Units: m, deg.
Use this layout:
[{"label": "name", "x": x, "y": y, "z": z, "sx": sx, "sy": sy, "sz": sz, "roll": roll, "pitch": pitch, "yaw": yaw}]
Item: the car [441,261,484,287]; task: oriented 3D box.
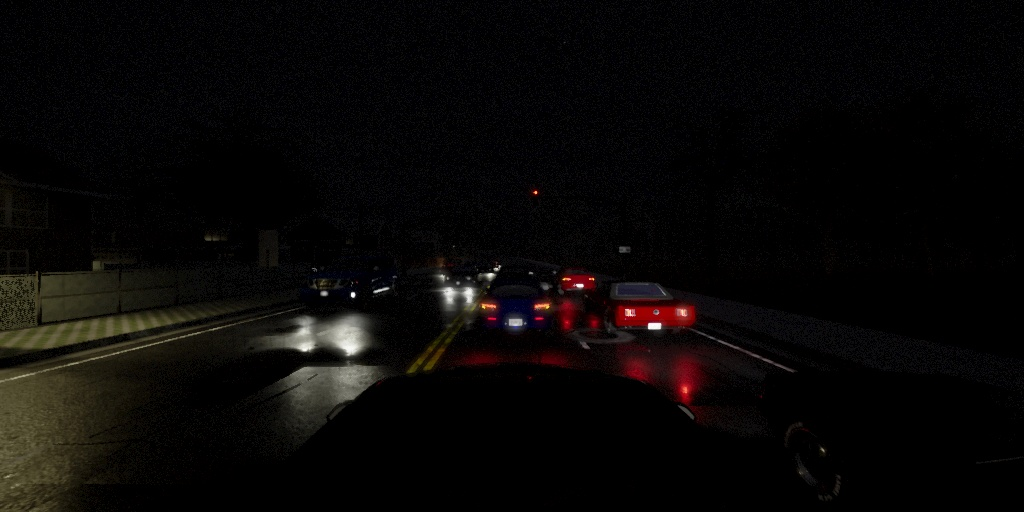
[{"label": "car", "x": -3.334, "y": 1.297, "z": 24.847, "sx": 2.033, "sy": 1.411, "sz": 5.357, "roll": 0, "pitch": 0, "yaw": 0}]

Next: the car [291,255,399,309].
[{"label": "car", "x": -6.590, "y": 0.973, "z": 15.351, "sx": 2.150, "sy": 2.045, "sz": 5.566, "roll": 0, "pitch": 0, "yaw": 0}]

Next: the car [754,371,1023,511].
[{"label": "car", "x": 3.348, "y": 1.351, "z": 1.414, "sx": 1.895, "sy": 1.301, "sz": 4.718, "roll": 0, "pitch": 0, "yaw": 0}]

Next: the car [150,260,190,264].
[{"label": "car", "x": -28.436, "y": 1.148, "z": 30.444, "sx": 4.553, "sy": 1.767, "sz": 2.097, "roll": 0, "pitch": 0, "yaw": 0}]

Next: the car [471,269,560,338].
[{"label": "car", "x": 0.089, "y": 1.276, "z": 10.102, "sx": 1.812, "sy": 1.442, "sz": 4.674, "roll": 0, "pitch": 0, "yaw": 0}]

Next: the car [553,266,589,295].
[{"label": "car", "x": 3.323, "y": 1.276, "z": 19.690, "sx": 1.812, "sy": 1.442, "sz": 4.674, "roll": 0, "pitch": 0, "yaw": 0}]

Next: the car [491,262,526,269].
[{"label": "car", "x": 0.071, "y": 1.255, "z": 19.364, "sx": 1.837, "sy": 1.490, "sz": 4.892, "roll": 0, "pitch": 0, "yaw": 0}]

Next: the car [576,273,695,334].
[{"label": "car", "x": 3.342, "y": 1.351, "z": 10.582, "sx": 1.895, "sy": 1.301, "sz": 4.718, "roll": 0, "pitch": 0, "yaw": 0}]

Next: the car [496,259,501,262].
[{"label": "car", "x": -3.287, "y": 1.082, "z": 59.171, "sx": 2.097, "sy": 1.767, "sz": 4.553, "roll": 0, "pitch": 0, "yaw": 0}]

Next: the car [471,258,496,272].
[{"label": "car", "x": -3.316, "y": 1.095, "z": 42.736, "sx": 2.097, "sy": 1.767, "sz": 4.553, "roll": 0, "pitch": 0, "yaw": 0}]

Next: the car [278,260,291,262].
[{"label": "car", "x": -18.192, "y": 1.130, "z": 30.416, "sx": 4.553, "sy": 1.767, "sz": 2.097, "roll": 0, "pitch": 0, "yaw": 0}]

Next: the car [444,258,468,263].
[{"label": "car", "x": -6.571, "y": 1.097, "z": 40.284, "sx": 2.097, "sy": 1.767, "sz": 4.553, "roll": 0, "pitch": 0, "yaw": 0}]
